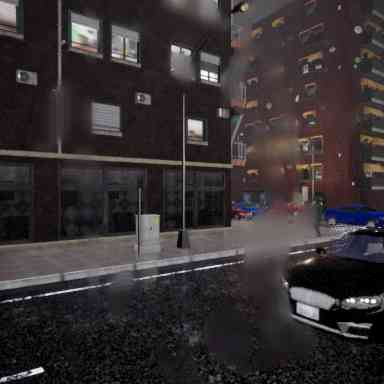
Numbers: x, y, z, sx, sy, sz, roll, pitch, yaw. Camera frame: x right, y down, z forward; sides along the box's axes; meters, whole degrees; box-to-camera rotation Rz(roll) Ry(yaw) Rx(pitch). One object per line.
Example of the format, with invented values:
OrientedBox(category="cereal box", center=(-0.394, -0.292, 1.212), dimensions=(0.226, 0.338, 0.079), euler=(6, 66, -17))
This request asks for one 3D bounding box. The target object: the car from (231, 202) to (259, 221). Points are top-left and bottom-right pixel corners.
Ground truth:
OrientedBox(category="car", center=(3.673, 1.860, 30.188), dimensions=(1.802, 1.307, 4.206), euler=(-1, 0, -36))

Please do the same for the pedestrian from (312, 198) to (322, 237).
OrientedBox(category="pedestrian", center=(5.850, 1.144, 15.404), dimensions=(0.375, 1.860, 0.375), euler=(0, 0, -35))

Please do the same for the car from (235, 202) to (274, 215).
OrientedBox(category="car", center=(7.325, 1.918, 39.388), dimensions=(1.947, 1.339, 4.313), euler=(-1, 0, -36))

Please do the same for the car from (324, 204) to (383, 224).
OrientedBox(category="car", center=(11.396, 1.617, 22.673), dimensions=(1.882, 1.535, 5.008), euler=(0, 0, -25))

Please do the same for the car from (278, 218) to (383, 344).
OrientedBox(category="car", center=(3.698, 1.492, 6.321), dimensions=(4.902, 1.511, 2.128), euler=(0, 0, -35))

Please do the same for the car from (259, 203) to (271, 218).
OrientedBox(category="car", center=(4.993, 1.774, 32.748), dimensions=(1.882, 1.535, 5.008), euler=(0, -1, -36))

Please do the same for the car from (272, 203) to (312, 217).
OrientedBox(category="car", center=(10.440, 1.826, 35.074), dimensions=(1.887, 1.381, 4.507), euler=(-1, 0, -36))
